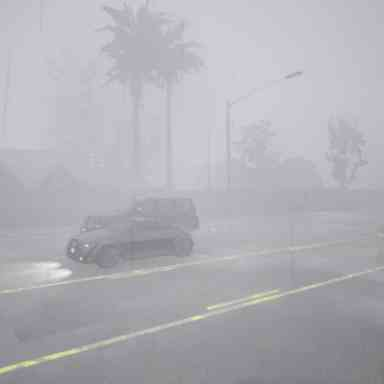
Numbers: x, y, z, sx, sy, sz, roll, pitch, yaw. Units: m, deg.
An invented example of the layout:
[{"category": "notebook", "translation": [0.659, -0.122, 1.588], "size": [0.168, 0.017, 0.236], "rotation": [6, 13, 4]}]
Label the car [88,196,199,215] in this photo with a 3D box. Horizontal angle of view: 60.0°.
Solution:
[{"category": "car", "translation": [-2.192, 1.236, 15.323], "size": [5.566, 2.045, 2.150], "rotation": [0, 0, -35]}]

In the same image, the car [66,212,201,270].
[{"category": "car", "translation": [-1.962, 1.574, 11.185], "size": [4.181, 1.385, 1.994], "rotation": [0, 0, -35]}]
